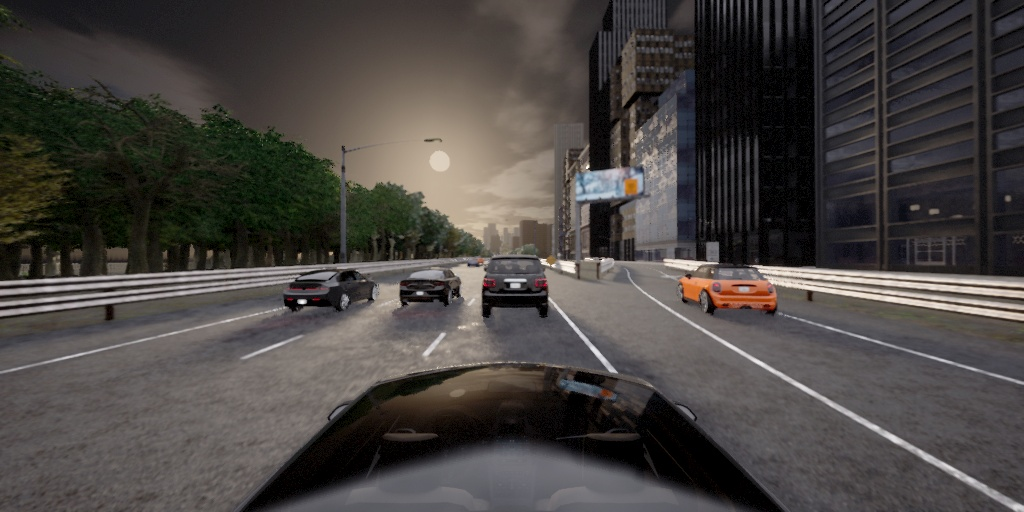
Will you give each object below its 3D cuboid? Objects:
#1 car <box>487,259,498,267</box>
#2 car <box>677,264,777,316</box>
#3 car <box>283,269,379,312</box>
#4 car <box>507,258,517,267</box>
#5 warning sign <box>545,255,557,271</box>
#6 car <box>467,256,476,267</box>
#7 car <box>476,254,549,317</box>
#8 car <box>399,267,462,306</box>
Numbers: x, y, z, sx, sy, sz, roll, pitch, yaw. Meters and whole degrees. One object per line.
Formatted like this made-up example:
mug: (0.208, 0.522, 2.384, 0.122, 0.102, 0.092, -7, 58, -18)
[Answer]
car: (-3.496, 1.228, 65.081, 1.895, 1.301, 4.718, 0, 0, 0)
car: (7.843, 1.082, 13.573, 2.097, 1.767, 4.553, 0, 0, 11)
car: (-6.898, 1.252, 14.210, 1.837, 1.490, 4.892, 0, 0, 0)
car: (0.004, 1.153, 65.051, 1.812, 1.442, 4.674, 0, 0, 0)
warning sign: (4.552, 0.811, 41.662, 1.300, 1.860, 1.060, 0, 0, 0)
car: (-6.997, 1.191, 65.017, 1.994, 1.385, 4.181, 0, 0, 0)
car: (0.099, 0.969, 13.325, 2.150, 2.045, 5.566, 0, 0, 0)
car: (-3.402, 1.224, 15.719, 1.882, 1.535, 5.008, 0, 0, 0)
